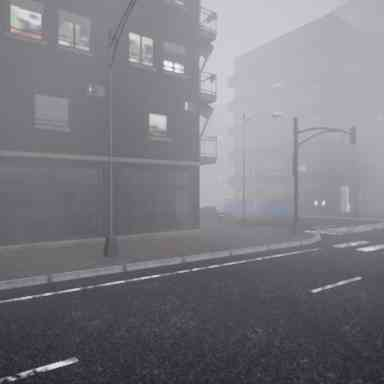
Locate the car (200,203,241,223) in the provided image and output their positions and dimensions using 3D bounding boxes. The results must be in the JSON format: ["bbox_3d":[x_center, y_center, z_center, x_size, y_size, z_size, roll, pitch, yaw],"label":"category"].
[{"bbox_3d":[1.824,1.866,28.682,1.802,1.307,4.206,-1,0,-36],"label":"car"}]

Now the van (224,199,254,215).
[{"bbox_3d":[5.249,1.664,38.115,1.690,1.788,3.998,-1,0,-36],"label":"van"}]

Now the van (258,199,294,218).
[{"bbox_3d":[8.564,1.590,33.599,1.690,1.788,3.998,-1,0,-36],"label":"van"}]
